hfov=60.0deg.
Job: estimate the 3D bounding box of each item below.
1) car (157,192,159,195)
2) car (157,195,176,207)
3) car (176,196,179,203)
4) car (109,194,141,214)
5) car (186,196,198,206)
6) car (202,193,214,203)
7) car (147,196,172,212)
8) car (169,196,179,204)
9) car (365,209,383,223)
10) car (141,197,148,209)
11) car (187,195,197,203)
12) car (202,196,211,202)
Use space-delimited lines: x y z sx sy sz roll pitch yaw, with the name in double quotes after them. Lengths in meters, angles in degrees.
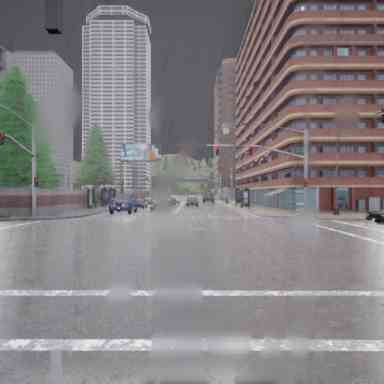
-7.134 1.352 64.775 2.097 1.767 4.553 0 0 0 "car"
-3.658 1.526 47.343 1.812 1.442 4.674 0 0 0 "car"
-3.663 1.547 57.054 2.033 1.411 5.357 0 0 0 "car"
-7.150 1.222 35.187 2.150 2.045 5.566 0 0 0 "car"
0.026 1.547 53.488 2.033 1.411 5.357 0 0 0 "car"
3.405 1.221 68.668 2.150 2.045 5.566 0 0 0 "car"
-3.651 1.526 38.247 1.812 1.442 4.674 0 0 0 "car"
-3.615 1.526 67.010 1.812 1.442 4.674 0 0 0 "car"
15.000 1.492 23.239 5.357 1.411 2.033 0 0 -12 "car"
-7.163 1.547 45.437 2.033 1.411 5.357 0 0 0 "car"
0.003 1.477 69.905 1.882 1.535 5.008 0 0 0 "car"
3.391 1.576 78.236 1.895 1.301 4.718 0 0 0 "car"
